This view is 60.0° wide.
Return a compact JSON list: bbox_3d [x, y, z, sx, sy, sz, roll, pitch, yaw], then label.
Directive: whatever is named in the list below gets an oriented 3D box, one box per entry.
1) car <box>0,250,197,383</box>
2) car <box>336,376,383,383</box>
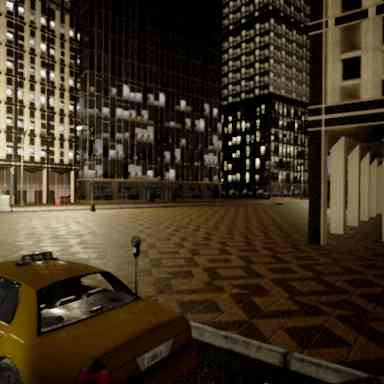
[{"bbox_3d":[-2.224,1.469,4.465,4.829,1.417,1.752,1,0,36],"label":"car"},{"bbox_3d":[2.530,1.571,1.072,4.403,1.369,2.008,1,0,36],"label":"car"}]
